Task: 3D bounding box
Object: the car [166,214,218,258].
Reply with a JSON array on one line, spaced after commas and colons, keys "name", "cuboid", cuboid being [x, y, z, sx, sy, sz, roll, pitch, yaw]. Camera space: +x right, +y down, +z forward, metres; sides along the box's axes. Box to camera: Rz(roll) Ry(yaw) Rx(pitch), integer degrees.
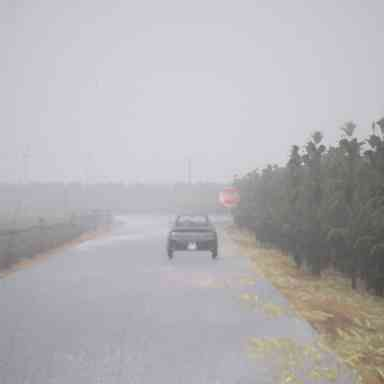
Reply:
[{"name": "car", "cuboid": [0.024, 1.640, 13.493, 2.128, 1.511, 4.902, 0, 0, 0]}]
